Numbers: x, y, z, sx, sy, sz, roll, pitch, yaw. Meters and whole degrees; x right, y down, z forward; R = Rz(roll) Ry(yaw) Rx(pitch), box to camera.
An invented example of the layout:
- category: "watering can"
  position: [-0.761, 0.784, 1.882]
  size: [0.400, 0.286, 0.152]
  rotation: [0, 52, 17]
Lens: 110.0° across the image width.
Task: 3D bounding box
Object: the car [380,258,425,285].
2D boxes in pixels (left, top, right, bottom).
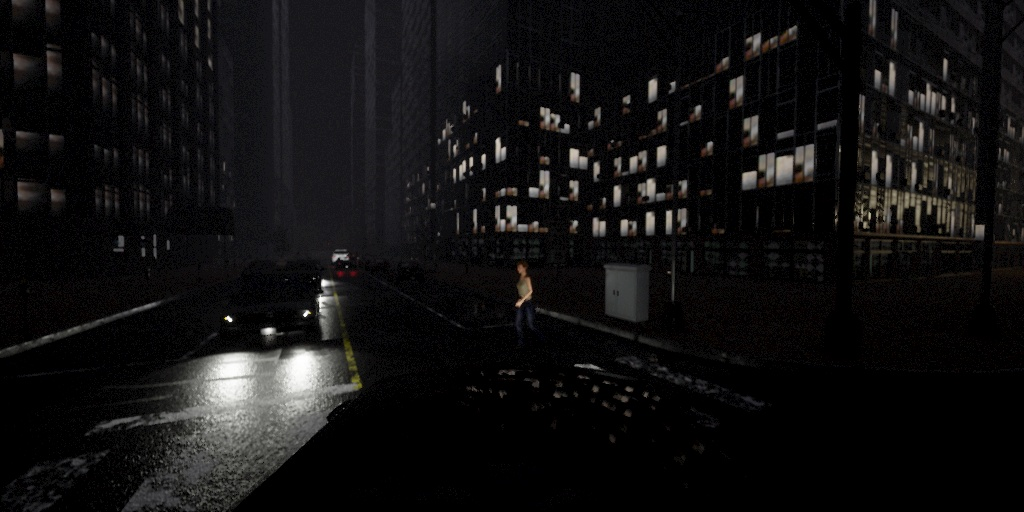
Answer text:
- category: "car"
  position: [-6.504, 0.951, 21.842]
  size: [2.007, 1.370, 4.403]
  rotation: [0, 0, -28]

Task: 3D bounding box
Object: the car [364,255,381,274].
- category: "car"
  position: [-11.728, 0.808, 31.856]
  size: [1.802, 1.307, 4.207]
  rotation: [0, 0, -28]

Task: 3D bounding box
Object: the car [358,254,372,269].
- category: "car"
  position: [-14.340, 0.685, 36.864]
  size: [1.888, 1.381, 4.507]
  rotation: [0, 0, -28]

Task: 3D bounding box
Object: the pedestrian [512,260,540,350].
- category: "pedestrian"
  position: [0.258, 0.952, 7.189]
  size: [0.375, 1.860, 0.375]
  rotation: [-1, 2, -28]

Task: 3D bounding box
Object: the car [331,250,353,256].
- category: "car"
  position: [-23.640, 0.143, 49.423]
  size: [2.150, 2.045, 5.566]
  rotation: [0, 1, -28]

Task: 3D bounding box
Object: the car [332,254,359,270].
- category: "car"
  position: [-17.228, 0.732, 37.131]
  size: [1.895, 1.301, 4.718]
  rotation: [0, 1, -28]

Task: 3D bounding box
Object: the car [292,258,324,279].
- category: "car"
  position: [-15.475, 0.893, 27.398]
  size: [1.895, 1.301, 4.718]
  rotation: [0, 1, -27]

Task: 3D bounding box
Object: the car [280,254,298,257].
- category: "car"
  position: [-21.207, 0.713, 33.061]
  size: [1.751, 1.417, 4.829]
  rotation: [0, 0, -28]

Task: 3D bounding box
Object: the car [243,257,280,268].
- category: "car"
  position: [-16.062, 0.926, 23.196]
  size: [1.948, 1.339, 4.313]
  rotation: [0, 0, -28]

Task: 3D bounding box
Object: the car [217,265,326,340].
- category: "car"
  position: [-6.349, 1.147, 9.897]
  size: [2.033, 1.411, 5.357]
  rotation: [0, 1, -28]

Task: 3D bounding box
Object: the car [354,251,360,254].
- category: "car"
  position: [-16.953, 0.494, 41.872]
  size: [1.967, 1.591, 4.097]
  rotation: [0, 0, -28]

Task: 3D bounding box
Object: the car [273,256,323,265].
- category: "car"
  position: [-10.886, 0.951, 18.599]
  size: [1.837, 1.490, 4.892]
  rotation: [0, 1, -28]
